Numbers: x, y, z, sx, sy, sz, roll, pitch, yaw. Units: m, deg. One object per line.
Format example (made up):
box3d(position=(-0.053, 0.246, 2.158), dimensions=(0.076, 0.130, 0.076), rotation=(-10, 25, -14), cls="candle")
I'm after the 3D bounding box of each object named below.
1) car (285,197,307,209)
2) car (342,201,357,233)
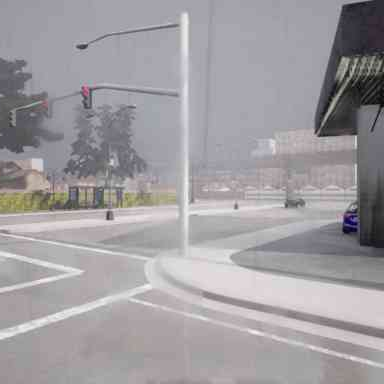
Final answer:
box3d(position=(14.528, 1.503, 46.570), dimensions=(1.837, 1.490, 4.892), rotation=(0, -1, 36), cls="car")
box3d(position=(9.530, 1.295, 17.671), dimensions=(2.242, 1.667, 4.611), rotation=(0, 0, 37), cls="car")
